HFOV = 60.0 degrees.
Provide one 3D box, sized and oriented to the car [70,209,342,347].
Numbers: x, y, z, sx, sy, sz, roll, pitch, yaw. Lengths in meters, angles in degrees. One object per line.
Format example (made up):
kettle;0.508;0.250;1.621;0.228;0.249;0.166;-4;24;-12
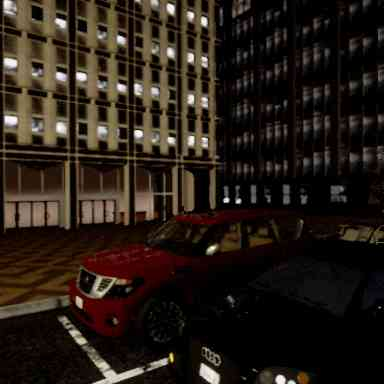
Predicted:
car;0.386;1.297;6.373;5.009;1.841;2.192;0;0;-35

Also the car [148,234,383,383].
car;1.794;1.546;4.312;4.181;1.385;1.994;0;0;-35

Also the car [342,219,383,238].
car;4.889;1.506;9.581;4.403;1.369;2.008;0;0;-35
